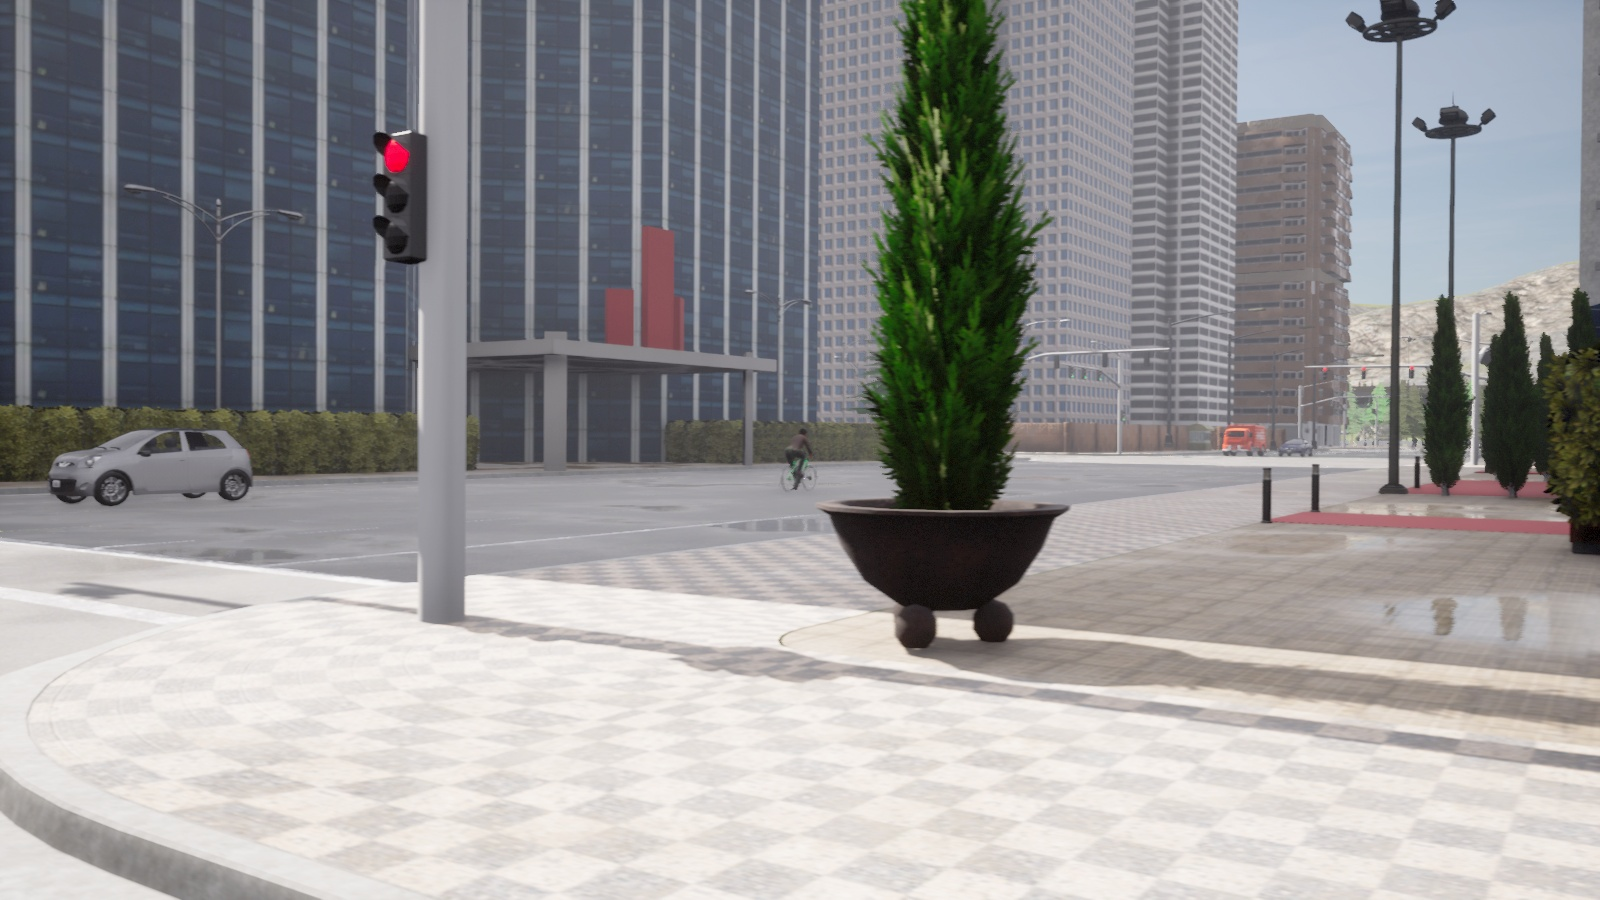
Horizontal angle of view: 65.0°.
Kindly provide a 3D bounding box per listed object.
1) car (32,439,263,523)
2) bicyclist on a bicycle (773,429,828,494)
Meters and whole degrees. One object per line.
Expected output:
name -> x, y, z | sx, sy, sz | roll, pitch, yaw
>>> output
car -> -12.937, 0.562, 25.069 | 1.845, 1.501, 3.633 | 0, 1, 33
bicyclist on a bicycle -> 0.030, 0.274, 32.176 | 0.582, 1.620, 1.656 | 0, 1, 33
